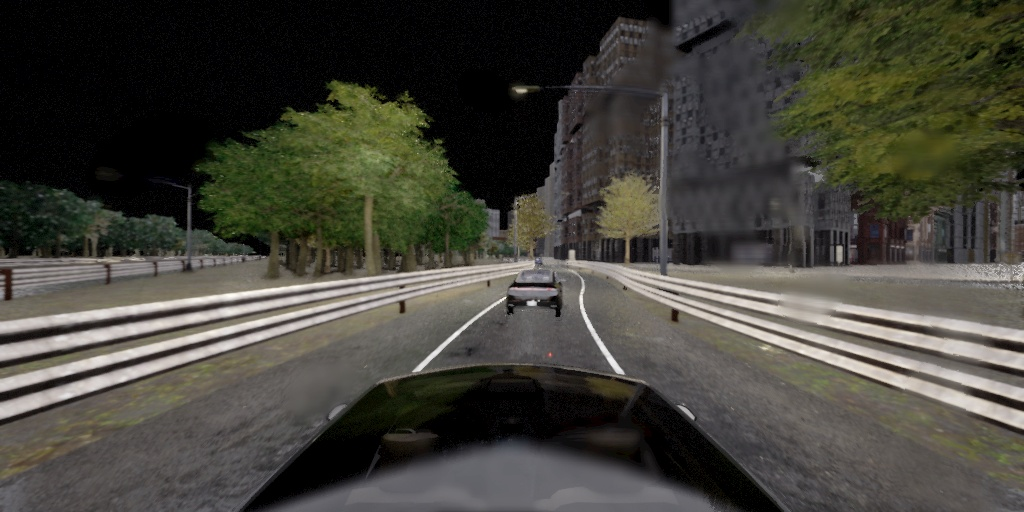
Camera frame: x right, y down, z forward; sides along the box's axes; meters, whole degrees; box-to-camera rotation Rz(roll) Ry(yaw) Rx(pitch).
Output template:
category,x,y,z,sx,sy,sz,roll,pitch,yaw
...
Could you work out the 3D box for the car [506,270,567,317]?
category,x,y,z,sx,sy,sz,roll,pitch,yaw
car,0.980,1.254,13.432,2.128,1.511,4.902,0,0,9
